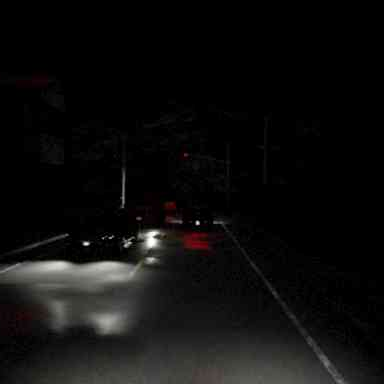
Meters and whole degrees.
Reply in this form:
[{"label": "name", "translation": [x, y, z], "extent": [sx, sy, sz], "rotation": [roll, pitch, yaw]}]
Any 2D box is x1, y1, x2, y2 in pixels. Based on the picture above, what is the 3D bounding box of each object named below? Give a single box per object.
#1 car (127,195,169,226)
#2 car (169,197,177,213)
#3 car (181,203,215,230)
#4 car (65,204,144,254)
[{"label": "car", "translation": [-3.094, 1.243, 22.830], "extent": [2.150, 2.045, 5.566], "rotation": [1, 0, 1]}, {"label": "car", "translation": [-3.830, 1.238, 34.291], "extent": [4.553, 1.767, 2.097], "rotation": [1, 0, 36]}, {"label": "car", "translation": [0.363, 1.482, 20.955], "extent": [1.837, 1.490, 4.892], "rotation": [1, 0, 1]}, {"label": "car", "translation": [-3.359, 1.428, 13.198], "extent": [1.837, 1.490, 4.892], "rotation": [1, 0, 2]}]
